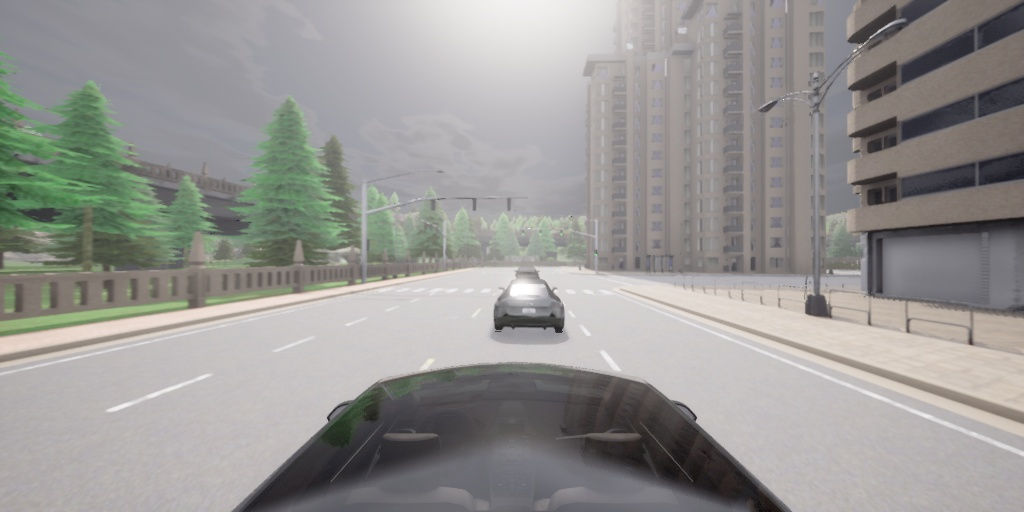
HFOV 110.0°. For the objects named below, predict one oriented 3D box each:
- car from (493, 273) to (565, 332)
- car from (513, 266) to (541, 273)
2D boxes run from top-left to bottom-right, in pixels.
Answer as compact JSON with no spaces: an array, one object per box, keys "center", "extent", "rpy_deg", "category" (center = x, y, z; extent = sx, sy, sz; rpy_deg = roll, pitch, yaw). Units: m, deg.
[{"center":[0.508,1.414,11.309],"extent":[1.994,1.385,4.181],"rpy_deg":[0,-1,2],"category":"car"},{"center":[1.194,1.538,28.698],"extent":[1.837,1.490,4.892],"rpy_deg":[0,-1,2],"category":"car"}]
